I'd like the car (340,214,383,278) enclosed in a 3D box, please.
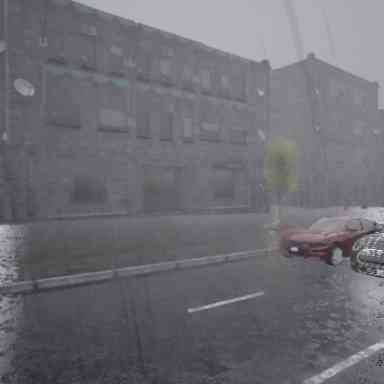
[{"bbox_3d":[6.562,1.451,9.599,4.553,1.767,2.097,1,0,-36],"label":"car"}]

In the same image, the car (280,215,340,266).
[{"bbox_3d":[5.291,1.582,12.136,5.008,1.535,1.882,1,0,-36],"label":"car"}]
